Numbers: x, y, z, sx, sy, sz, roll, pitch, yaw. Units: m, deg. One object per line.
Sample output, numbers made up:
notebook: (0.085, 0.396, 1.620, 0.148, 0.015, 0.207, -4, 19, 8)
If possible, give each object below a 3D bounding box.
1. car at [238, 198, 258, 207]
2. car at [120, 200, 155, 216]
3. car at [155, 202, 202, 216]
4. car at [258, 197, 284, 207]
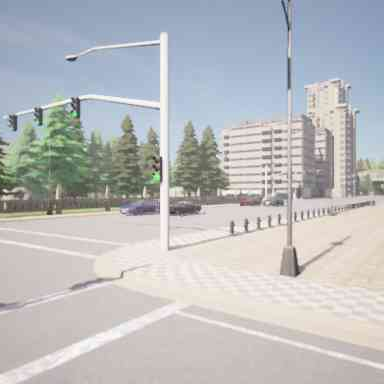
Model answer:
car: (9.162, 1.619, 52.508, 1.895, 1.301, 4.718, 0, 0, 36)
car: (-4.993, 1.544, 32.820, 1.812, 1.442, 4.674, 0, 0, 36)
car: (-1.087, 1.616, 32.266, 1.895, 1.301, 4.718, 0, 0, 36)
car: (12.584, 1.508, 51.265, 2.128, 1.511, 4.902, 0, 0, 36)
